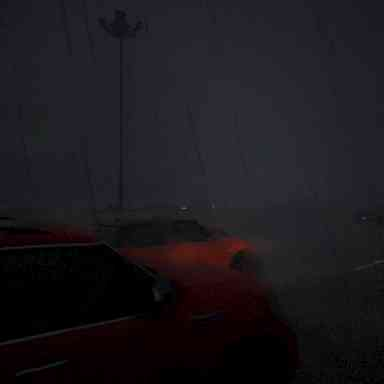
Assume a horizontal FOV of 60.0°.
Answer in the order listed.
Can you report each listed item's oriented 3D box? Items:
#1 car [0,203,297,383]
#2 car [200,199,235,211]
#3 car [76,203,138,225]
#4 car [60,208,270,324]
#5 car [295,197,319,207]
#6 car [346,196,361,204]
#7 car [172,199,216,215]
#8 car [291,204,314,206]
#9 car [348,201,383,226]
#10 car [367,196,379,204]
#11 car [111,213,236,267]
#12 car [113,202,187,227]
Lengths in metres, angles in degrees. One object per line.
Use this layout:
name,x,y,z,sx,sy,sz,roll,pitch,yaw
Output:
car,-1.556,1.228,2.714,5.566,2.045,2.150,0,0,-36
car,3.344,1.615,43.483,4.674,1.442,1.812,0,0,-43
car,-6.502,1.620,25.590,4.181,1.385,1.994,0,0,-39
car,-0.480,1.369,7.885,4.553,1.767,2.097,0,0,-37
car,19.240,1.596,55.588,2.128,1.511,4.902,0,0,41
car,34.266,1.656,70.455,2.128,1.511,4.902,0,0,34
car,0.293,1.579,35.980,4.892,1.490,1.837,0,0,-42
car,14.043,1.577,44.573,2.128,1.511,4.902,0,0,44
car,13.303,1.570,23.936,4.674,1.442,1.812,0,0,-43
car,37.830,1.605,69.506,1.882,1.535,5.008,0,0,33
car,-0.597,1.590,12.190,4.181,1.385,1.994,0,0,-37
car,-2.927,1.544,23.976,4.902,1.511,2.128,0,0,-39
